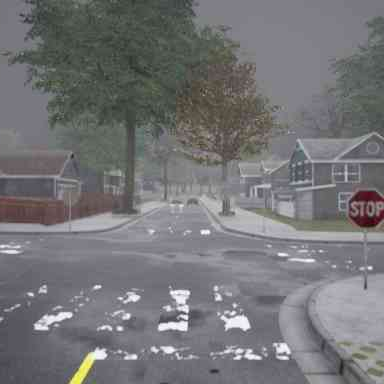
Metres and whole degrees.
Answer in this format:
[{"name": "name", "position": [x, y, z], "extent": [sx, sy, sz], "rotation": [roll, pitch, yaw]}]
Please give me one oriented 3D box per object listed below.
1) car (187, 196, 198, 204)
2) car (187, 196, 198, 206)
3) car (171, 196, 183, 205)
[{"name": "car", "position": [0.104, 1.524, 66.304], "extent": [2.033, 1.411, 5.357], "rotation": [0, 0, 0]}, {"name": "car", "position": [0.088, 1.486, 55.881], "extent": [1.837, 1.490, 4.892], "rotation": [0, 0, 0]}, {"name": "car", "position": [-2.655, 1.485, 60.476], "extent": [1.837, 1.490, 4.892], "rotation": [0, 0, 0]}]
